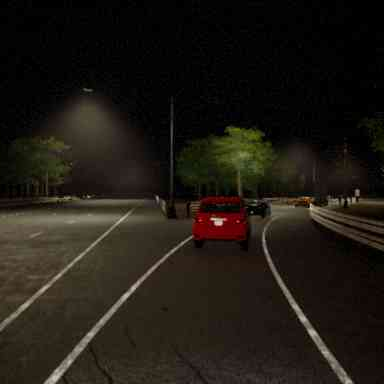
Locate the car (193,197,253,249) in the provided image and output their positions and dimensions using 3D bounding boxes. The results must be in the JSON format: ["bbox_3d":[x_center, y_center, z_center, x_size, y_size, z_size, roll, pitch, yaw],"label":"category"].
[{"bbox_3d":[1.483,1.234,14.817,2.150,2.045,5.566,0,0,11],"label":"car"}]

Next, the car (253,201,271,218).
[{"bbox_3d":[5.983,1.528,30.293,2.128,1.511,4.902,0,0,21],"label":"car"}]

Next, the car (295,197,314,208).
[{"bbox_3d":[17.255,1.570,50.397,1.882,1.535,5.008,0,0,36],"label":"car"}]
